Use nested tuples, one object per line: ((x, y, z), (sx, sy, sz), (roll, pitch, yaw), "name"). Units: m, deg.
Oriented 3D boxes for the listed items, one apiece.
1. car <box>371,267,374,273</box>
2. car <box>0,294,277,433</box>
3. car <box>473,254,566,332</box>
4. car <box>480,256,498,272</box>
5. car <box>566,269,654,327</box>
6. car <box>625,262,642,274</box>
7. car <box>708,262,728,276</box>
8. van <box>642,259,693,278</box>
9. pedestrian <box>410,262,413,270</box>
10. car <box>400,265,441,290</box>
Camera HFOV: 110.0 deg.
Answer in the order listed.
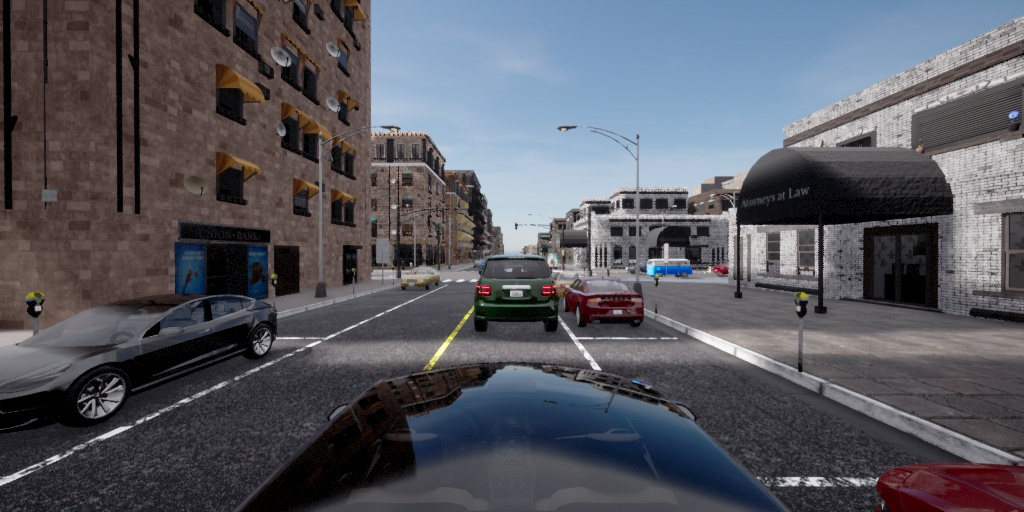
((-16.436, 1.346, 35.912), (4.718, 1.301, 1.895), (0, 0, 0), "car")
((-5.686, 1.315, 5.689), (1.948, 1.339, 4.313), (0, 0, 0), "car")
((0.109, 0.972, 11.042), (2.150, 2.045, 5.566), (0, 0, 0), "car")
((-3.038, 0.987, 48.426), (2.150, 2.045, 5.566), (0, 0, 0), "car")
((2.702, 1.295, 11.369), (1.888, 1.381, 4.507), (0, 0, 0), "car")
((14.975, 1.279, 39.317), (4.902, 1.511, 2.128), (0, 0, -2), "car")
((23.007, 1.308, 36.149), (5.008, 1.535, 1.882), (0, 0, 0), "car")
((14.697, 1.167, 33.517), (3.998, 1.789, 1.690), (0, 0, 0), "van")
((-12.574, 1.215, 44.671), (0.500, 1.100, 0.500), (0, 0, 0), "pedestrian")
((-5.664, 1.279, 22.608), (1.751, 1.417, 4.829), (0, 0, 0), "car")
